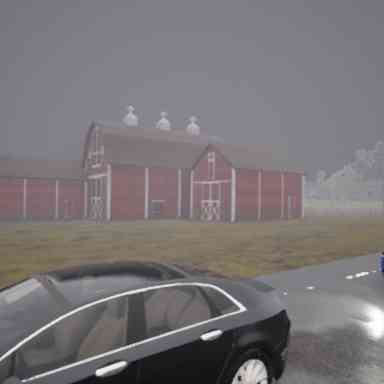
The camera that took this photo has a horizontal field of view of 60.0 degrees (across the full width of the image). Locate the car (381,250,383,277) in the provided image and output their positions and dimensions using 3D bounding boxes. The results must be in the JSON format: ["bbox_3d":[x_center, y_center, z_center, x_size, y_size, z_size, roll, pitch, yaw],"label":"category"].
[{"bbox_3d":[7.114,1.618,9.181,5.008,1.535,1.882,1,-1,-36],"label":"car"}]

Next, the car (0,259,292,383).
[{"bbox_3d":[-1.071,1.531,3.213,4.892,1.490,1.837,1,-1,-36],"label":"car"}]
